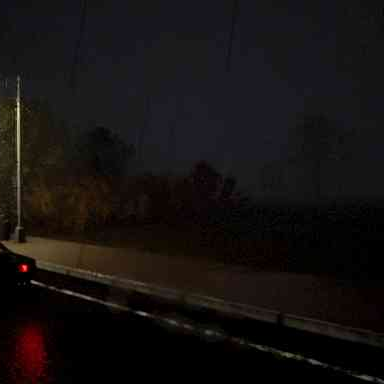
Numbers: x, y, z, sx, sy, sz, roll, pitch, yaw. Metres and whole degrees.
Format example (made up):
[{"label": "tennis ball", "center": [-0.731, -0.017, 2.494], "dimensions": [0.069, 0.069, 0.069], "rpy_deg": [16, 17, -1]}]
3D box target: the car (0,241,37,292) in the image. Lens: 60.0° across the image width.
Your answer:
[{"label": "car", "center": [-5.784, 1.684, 7.936], "dimensions": [4.718, 1.301, 1.895], "rpy_deg": [-1, 0, 36]}]
